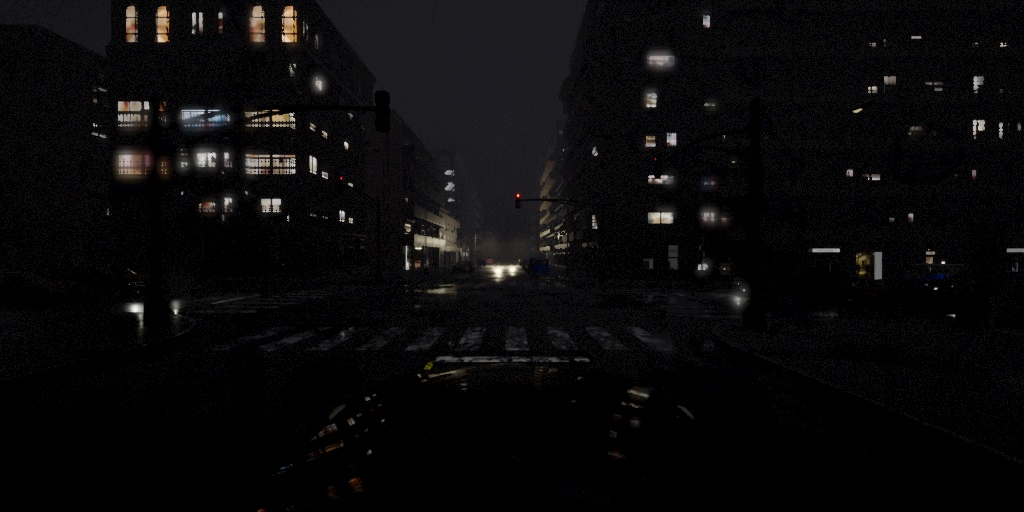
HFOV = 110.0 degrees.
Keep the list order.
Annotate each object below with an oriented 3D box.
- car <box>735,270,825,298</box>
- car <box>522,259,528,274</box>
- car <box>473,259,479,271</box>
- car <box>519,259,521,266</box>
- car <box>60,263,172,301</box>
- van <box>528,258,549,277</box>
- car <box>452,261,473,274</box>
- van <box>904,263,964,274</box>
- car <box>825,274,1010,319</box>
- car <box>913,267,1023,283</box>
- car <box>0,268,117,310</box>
[{"bbox_3d":[14.956,1.453,18.993,5.357,1.411,2.033,1,0,0],"label":"car"},{"bbox_3d":[2.680,1.091,41.457,2.192,1.841,5.009,0,0,0],"label":"car"},{"bbox_3d":[-5.893,1.352,47.018,1.948,1.339,4.313,0,0,0],"label":"car"},{"bbox_3d":[2.618,1.252,58.018,1.967,1.591,4.097,0,0,0],"label":"car"},{"bbox_3d":[-18.007,1.086,15.801,5.008,1.535,1.882,1,0,0],"label":"car"},{"bbox_3d":[2.776,1.109,35.961,1.690,1.789,3.998,0,0,0],"label":"van"},{"bbox_3d":[-5.886,1.358,41.497,1.802,1.307,4.207,0,0,0],"label":"car"},{"bbox_3d":[26.071,1.342,21.563,3.998,1.789,1.690,0,0,0],"label":"van"},{"bbox_3d":[14.697,1.498,13.200,4.507,1.381,1.888,0,0,0],"label":"car"},{"bbox_3d":[24.866,1.516,18.987,4.892,1.490,1.837,1,0,0],"label":"car"},{"bbox_3d":[-17.756,1.215,13.219,4.207,1.307,1.802,0,0,0],"label":"car"}]
